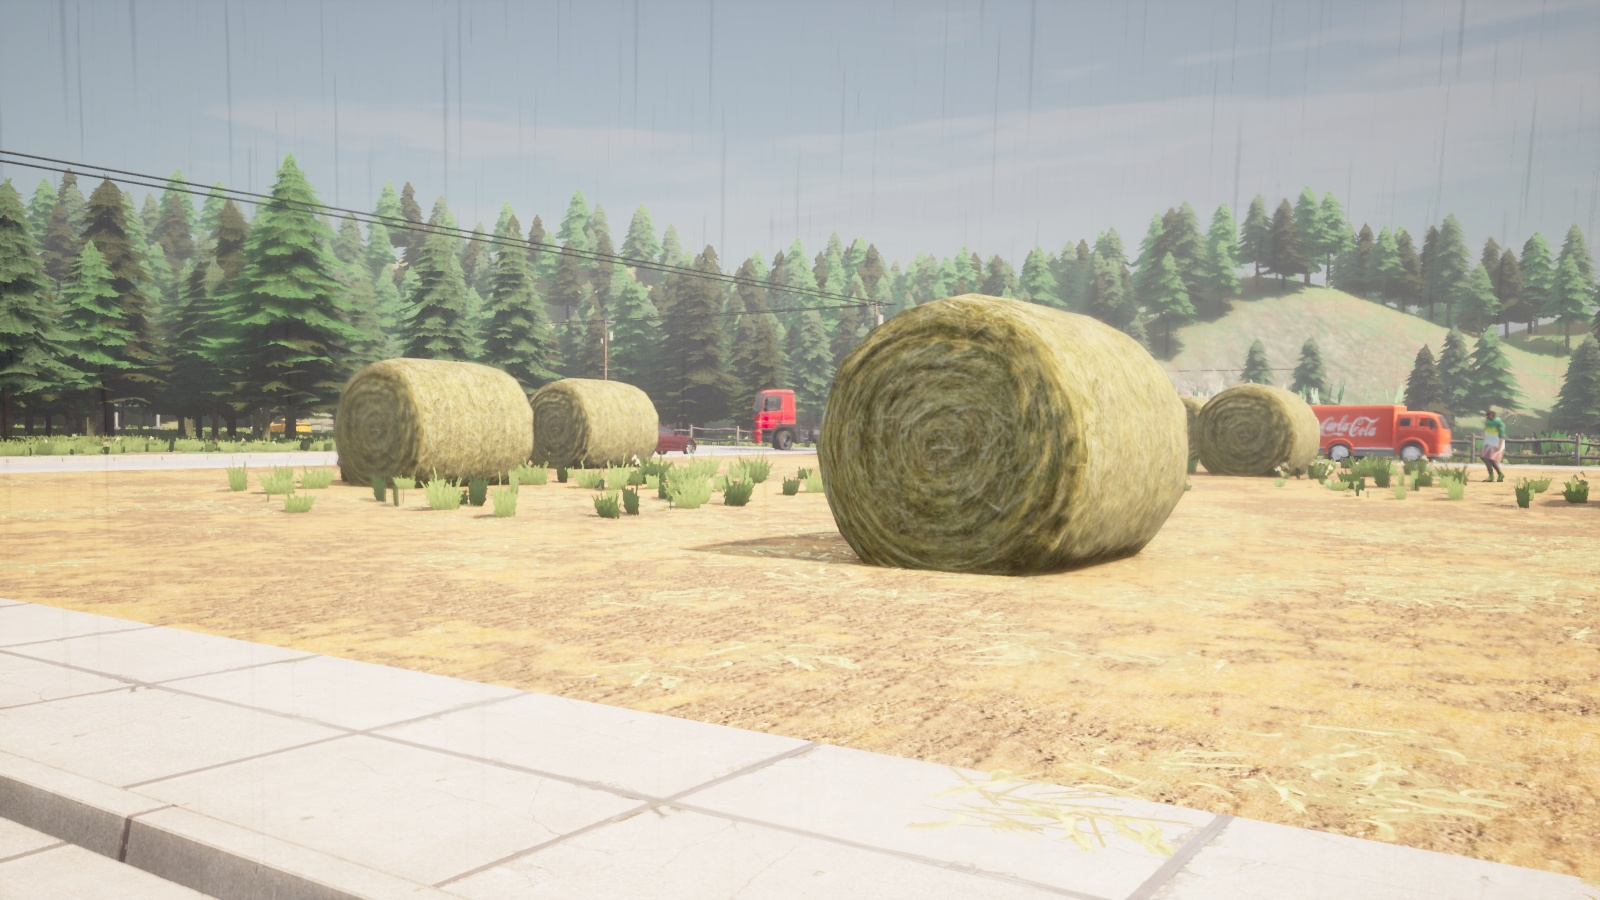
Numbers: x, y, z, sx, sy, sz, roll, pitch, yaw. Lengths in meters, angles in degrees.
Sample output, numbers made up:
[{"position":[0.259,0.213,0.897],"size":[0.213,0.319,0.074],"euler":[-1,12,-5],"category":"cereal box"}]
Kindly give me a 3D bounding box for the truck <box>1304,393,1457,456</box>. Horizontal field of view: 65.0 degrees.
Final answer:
[{"position":[23.680,-1.033,51.289],"size":[5.204,2.467,2.627],"euler":[0,2,38],"category":"truck"}]

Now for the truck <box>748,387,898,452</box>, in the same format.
[{"position":[1.224,-1.709,69.945],"size":[7.936,3.462,2.891],"euler":[-1,1,-8],"category":"truck"}]

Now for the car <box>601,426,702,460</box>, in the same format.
[{"position":[-6.605,-0.326,56.305],"size":[1.812,1.442,4.674],"euler":[0,1,35],"category":"car"}]

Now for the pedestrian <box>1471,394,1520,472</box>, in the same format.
[{"position":[17.653,-0.437,31.884],"size":[0.873,1.952,0.659],"euler":[-1,1,-12],"category":"pedestrian"}]
